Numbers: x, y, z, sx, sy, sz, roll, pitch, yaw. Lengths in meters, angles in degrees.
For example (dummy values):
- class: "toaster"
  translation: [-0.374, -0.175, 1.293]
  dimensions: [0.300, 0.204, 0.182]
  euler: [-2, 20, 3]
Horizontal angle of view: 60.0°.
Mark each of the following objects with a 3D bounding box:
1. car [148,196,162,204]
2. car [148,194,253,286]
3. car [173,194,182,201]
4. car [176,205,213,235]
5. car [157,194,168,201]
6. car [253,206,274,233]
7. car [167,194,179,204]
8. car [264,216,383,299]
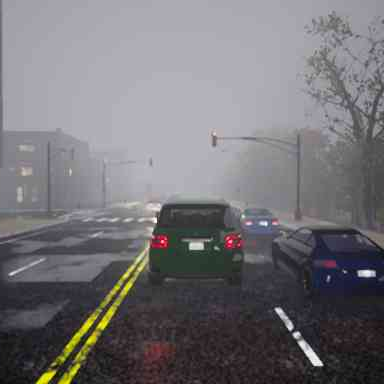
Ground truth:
- class: "car"
  translation: [-6.572, 1.357, 58.924]
  dimensions: [1.895, 1.301, 4.718]
  euler: [0, 0, 0]
- class: "car"
  translation: [0.106, 1.181, 9.411]
  dimensions: [2.150, 2.045, 5.566]
  euler: [0, 0, 0]
- class: "car"
  translation: [-3.294, 1.169, 75.021]
  dimensions: [1.882, 1.535, 5.008]
  euler: [0, 0, 0]
- class: "car"
  translation: [0.118, 1.520, 19.173]
  dimensions: [1.895, 1.301, 4.718]
  euler: [0, 0, 0]
- class: "car"
  translation: [-6.542, 1.234, 74.324]
  dimensions: [2.033, 1.411, 5.357]
  euler: [0, 0, 0]
- class: "car"
  translation: [3.330, 1.473, 17.720]
  dimensions: [2.033, 1.411, 5.357]
  euler: [0, 0, 3]
- class: "car"
  translation: [-3.321, 1.231, 59.487]
  dimensions: [1.882, 1.535, 5.008]
  euler: [0, 0, 0]
- class: "car"
  translation: [3.357, 1.528, 8.387]
  dimensions: [1.994, 1.385, 4.181]
  euler: [0, 0, 0]
